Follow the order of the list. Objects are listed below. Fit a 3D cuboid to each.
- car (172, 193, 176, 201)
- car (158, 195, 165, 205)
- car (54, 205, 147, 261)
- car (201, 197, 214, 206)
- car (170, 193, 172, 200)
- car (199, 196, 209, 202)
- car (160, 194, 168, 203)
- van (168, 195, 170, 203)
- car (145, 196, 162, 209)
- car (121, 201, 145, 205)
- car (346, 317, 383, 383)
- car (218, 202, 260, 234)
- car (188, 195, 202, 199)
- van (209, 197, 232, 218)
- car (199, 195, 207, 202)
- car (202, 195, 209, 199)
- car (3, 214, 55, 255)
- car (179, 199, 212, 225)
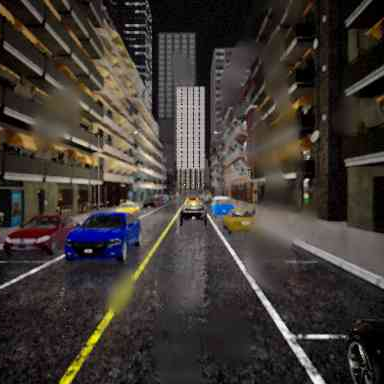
[{"bbox_3d":[-5.679,1.574,85.034,1.947,1.339,4.313,-1,0,0],"label":"car"},{"bbox_3d":[-5.686,1.542,51.893,1.887,1.381,4.507,-1,0,0],"label":"car"},{"bbox_3d":[-3.072,1.475,12.400,1.882,1.535,5.008,0,0,0],"label":"car"},{"bbox_3d":[2.696,1.549,57.401,2.008,1.369,4.403,-1,0,0],"label":"car"},{"bbox_3d":[-5.684,1.442,68.464,1.967,1.590,4.097,-1,0,0],"label":"car"},{"bbox_3d":[2.699,1.553,73.972,2.008,1.369,4.403,-1,0,0],"label":"car"},{"bbox_3d":[-5.685,1.543,57.417,1.887,1.381,4.507,-1,0,0],"label":"car"},{"bbox_3d":[-5.686,1.341,62.940,1.690,1.788,3.998,-1,0,0],"label":"van"},{"bbox_3d":[-5.687,1.563,46.369,1.947,1.339,4.313,0,0,0],"label":"car"},{"bbox_3d":[-5.692,1.521,29.629,1.752,1.417,4.829,0,0,0],"label":"car"},{"bbox_3d":[2.683,1.565,2.168,1.947,1.339,4.313,0,0,0],"label":"car"},{"bbox_3d":[2.687,1.521,18.907,1.752,1.417,4.829,-1,0,0],"label":"car"},{"bbox_3d":[0.111,1.474,46.607,1.882,1.535,5.008,0,0,0],"label":"car"},{"bbox_3d":[2.687,1.336,29.785,1.690,1.788,3.998,-1,0,0],"label":"van"},{"bbox_3d":[2.701,1.530,79.666,1.752,1.417,4.829,-1,0,0],"label":"car"},{"bbox_3d":[2.694,1.548,51.878,2.008,1.369,4.403,-1,0,0],"label":"car"},{"bbox_3d":[-5.695,1.579,13.229,1.802,1.307,4.206,0,0,0],"label":"car"},{"bbox_3d":[0.103,1.486,23.978,2.128,1.511,4.902,0,0,0],"label":"car"}]
